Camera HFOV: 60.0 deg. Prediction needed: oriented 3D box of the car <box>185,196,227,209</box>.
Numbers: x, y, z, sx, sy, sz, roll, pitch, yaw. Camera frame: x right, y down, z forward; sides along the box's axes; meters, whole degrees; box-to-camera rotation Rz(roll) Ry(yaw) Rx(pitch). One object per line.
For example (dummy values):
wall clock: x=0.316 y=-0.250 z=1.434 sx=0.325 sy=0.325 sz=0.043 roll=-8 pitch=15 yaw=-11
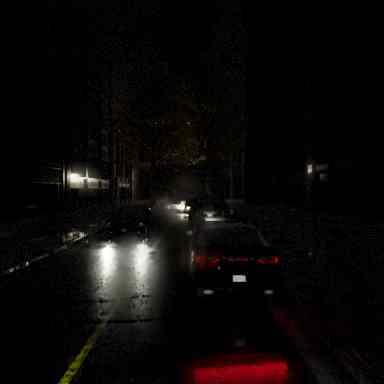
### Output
car: x=0.868 y=1.229 z=18.761 sx=2.150 sy=2.045 sz=5.566 roll=0 pitch=0 yaw=0

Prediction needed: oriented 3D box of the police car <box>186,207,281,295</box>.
police car: x=0.885 y=1.426 z=8.840 sx=1.930 sy=1.638 sz=5.238 roll=0 pitch=0 yaw=0

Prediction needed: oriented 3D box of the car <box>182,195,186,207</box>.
car: x=-0.068 y=1.551 z=46.074 sx=1.812 sy=1.442 sz=4.674 roll=0 pitch=0 yaw=0

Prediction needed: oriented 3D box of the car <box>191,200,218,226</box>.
car: x=0.857 y=1.464 z=24.920 sx=1.801 sy=1.575 sz=5.366 roll=0 pitch=0 yaw=0

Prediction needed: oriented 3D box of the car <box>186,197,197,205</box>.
car: x=-0.104 y=1.645 z=60.141 sx=1.895 sy=1.301 sz=4.718 roll=0 pitch=0 yaw=0

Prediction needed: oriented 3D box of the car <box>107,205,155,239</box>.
car: x=-3.131 y=1.482 z=17.729 sx=1.882 sy=1.535 sz=5.008 roll=0 pitch=0 yaw=0

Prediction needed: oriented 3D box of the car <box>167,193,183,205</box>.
car: x=-3.184 y=1.263 z=58.603 sx=2.150 sy=2.045 sz=5.566 roll=0 pitch=0 yaw=0
